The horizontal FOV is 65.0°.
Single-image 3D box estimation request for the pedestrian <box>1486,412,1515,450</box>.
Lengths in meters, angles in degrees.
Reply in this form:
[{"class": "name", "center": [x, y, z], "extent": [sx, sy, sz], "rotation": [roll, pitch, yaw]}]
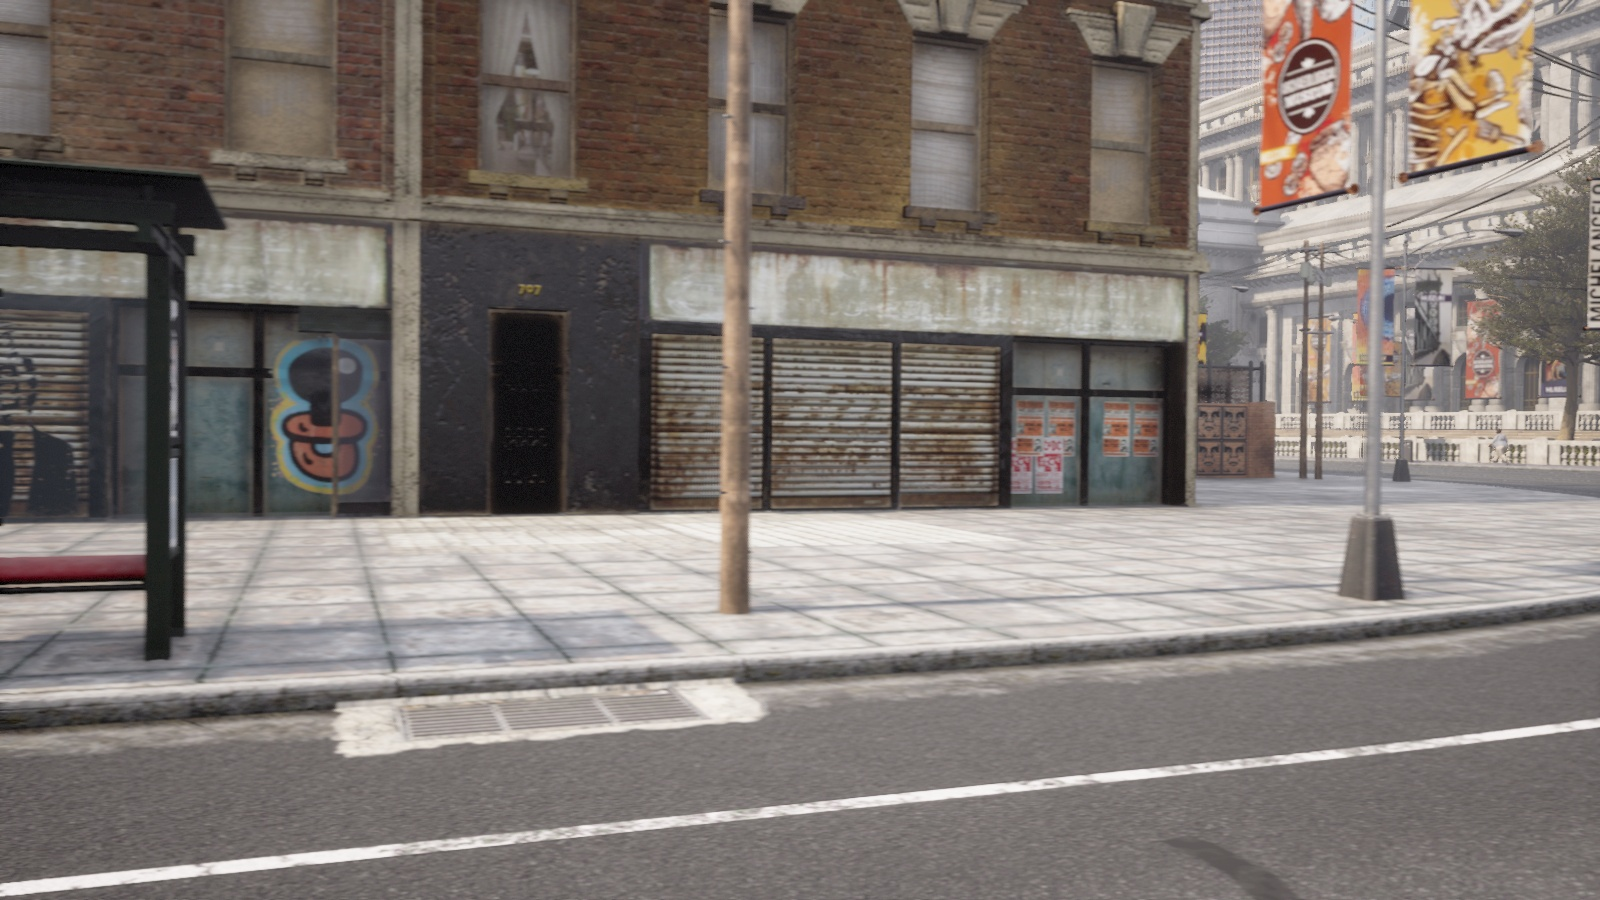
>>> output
[{"class": "pedestrian", "center": [34.686, -0.929, 62.194], "extent": [0.874, 1.855, 0.900], "rotation": [-1, 1, -18]}]
